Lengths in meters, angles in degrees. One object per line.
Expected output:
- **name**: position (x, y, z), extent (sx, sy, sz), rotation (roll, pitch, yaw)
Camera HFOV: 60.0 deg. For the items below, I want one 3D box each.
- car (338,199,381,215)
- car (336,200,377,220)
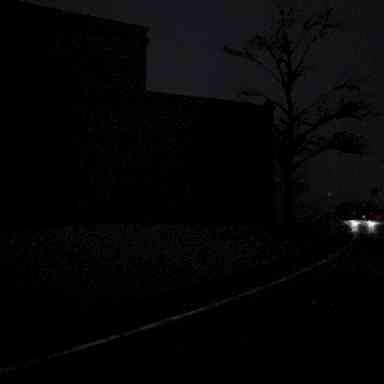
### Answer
- **car**: position (17.985, 1.558, 35.956), extent (2.128, 1.511, 4.902), rotation (1, -1, -1)
- **car**: position (13.882, 1.561, 28.625), extent (2.033, 1.411, 5.357), rotation (1, 0, 10)
